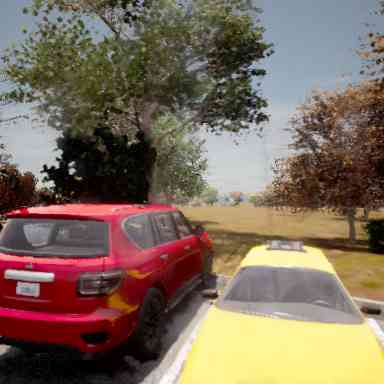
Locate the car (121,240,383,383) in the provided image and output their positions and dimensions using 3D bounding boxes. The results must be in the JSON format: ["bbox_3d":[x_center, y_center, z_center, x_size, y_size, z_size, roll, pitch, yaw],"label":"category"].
[{"bbox_3d":[1.233,1.481,4.410,1.946,1.575,5.366,1,-1,16],"label":"car"}]

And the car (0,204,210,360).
[{"bbox_3d":[-1.127,1.235,6.357,2.435,2.045,5.566,0,-1,16],"label":"car"}]
